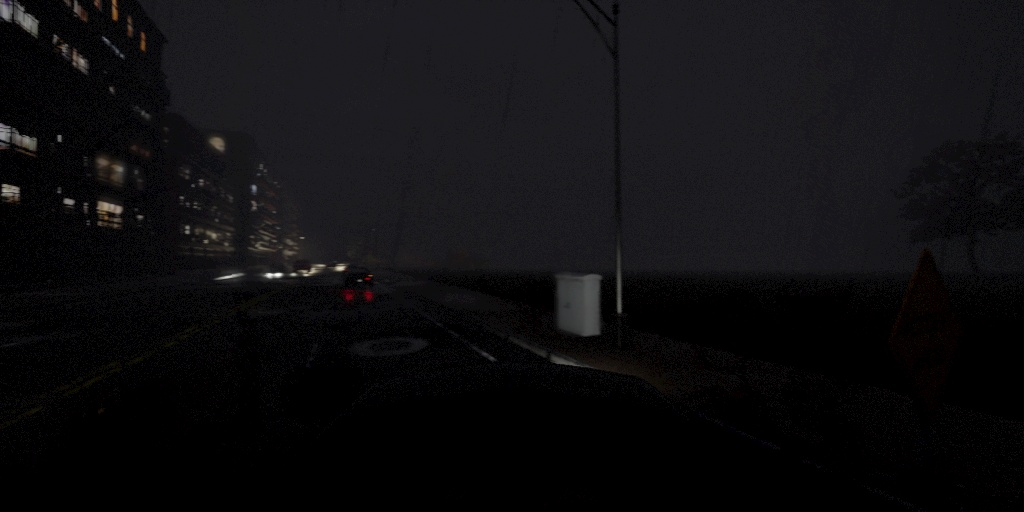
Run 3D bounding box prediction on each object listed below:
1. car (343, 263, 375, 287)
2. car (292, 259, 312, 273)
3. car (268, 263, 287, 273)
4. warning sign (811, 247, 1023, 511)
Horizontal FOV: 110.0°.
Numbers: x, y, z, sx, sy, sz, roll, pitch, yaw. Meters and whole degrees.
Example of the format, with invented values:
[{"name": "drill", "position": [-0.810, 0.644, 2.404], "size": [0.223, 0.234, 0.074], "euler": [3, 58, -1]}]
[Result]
[{"name": "car", "position": [-11.635, 1.532, 27.209], "size": [1.812, 1.442, 4.674], "euler": [0, 0, -25]}, {"name": "car", "position": [-32.092, 1.525, 54.942], "size": [2.150, 2.045, 5.566], "euler": [0, 0, -25]}, {"name": "car", "position": [-35.073, 1.795, 53.630], "size": [2.128, 1.511, 4.902], "euler": [0, 0, -25]}, {"name": "warning sign", "position": [3.082, 0.863, 2.667], "size": [1.300, 1.860, 1.060], "euler": [0, 0, -25]}]
